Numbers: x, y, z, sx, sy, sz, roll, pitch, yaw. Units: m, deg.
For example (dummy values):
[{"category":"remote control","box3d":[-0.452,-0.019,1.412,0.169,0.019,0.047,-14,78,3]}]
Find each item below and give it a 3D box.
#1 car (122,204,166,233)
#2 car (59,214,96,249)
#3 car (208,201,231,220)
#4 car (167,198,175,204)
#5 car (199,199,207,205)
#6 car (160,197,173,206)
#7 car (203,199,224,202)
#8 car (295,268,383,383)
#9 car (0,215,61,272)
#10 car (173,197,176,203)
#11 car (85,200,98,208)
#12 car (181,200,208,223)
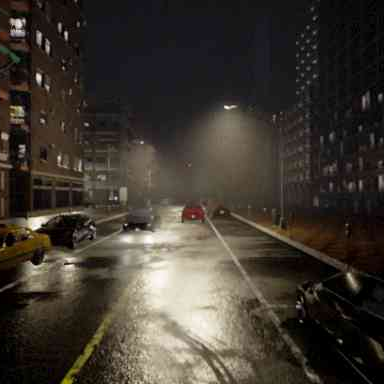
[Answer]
[{"category":"car","box3d":[-3.021,1.743,21.226,2.033,1.411,5.357,0,-1,1]},{"category":"car","box3d":[-5.688,1.705,15.234,1.947,1.339,4.313,0,-1,0]},{"category":"car","box3d":[2.693,1.862,31.801,1.947,1.339,4.313,0,-1,0]},{"category":"car","box3d":[-5.687,2.349,91.841,1.967,1.590,4.097,0,-1,0]},{"category":"car","box3d":[2.693,2.316,80.945,1.752,1.417,4.829,0,-1,0]},{"category":"car","box3d":[-5.687,2.223,69.710,2.008,1.369,4.403,0,-1,0]},{"category":"car","box3d":[2.694,1.665,37.326,2.192,1.841,5.009,0,-1,0]},{"category":"car","box3d":[2.693,1.604,4.187,1.947,1.339,4.313,0,-1,0]},{"category":"car","box3d":[-5.688,1.612,9.541,1.752,1.417,4.829,0,-1,0]},{"category":"car","box3d":[-5.687,2.340,80.776,2.008,1.369,4.403,0,-1,0]},{"category":"car","box3d":[-16.424,1.817,50.308,4.403,1.369,2.008,1,-1,-1]},{"category":"car","box3d":[0.100,1.737,27.950,1.882,1.535,5.008,0,-1,0]}]
